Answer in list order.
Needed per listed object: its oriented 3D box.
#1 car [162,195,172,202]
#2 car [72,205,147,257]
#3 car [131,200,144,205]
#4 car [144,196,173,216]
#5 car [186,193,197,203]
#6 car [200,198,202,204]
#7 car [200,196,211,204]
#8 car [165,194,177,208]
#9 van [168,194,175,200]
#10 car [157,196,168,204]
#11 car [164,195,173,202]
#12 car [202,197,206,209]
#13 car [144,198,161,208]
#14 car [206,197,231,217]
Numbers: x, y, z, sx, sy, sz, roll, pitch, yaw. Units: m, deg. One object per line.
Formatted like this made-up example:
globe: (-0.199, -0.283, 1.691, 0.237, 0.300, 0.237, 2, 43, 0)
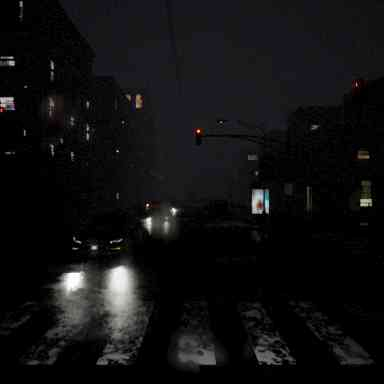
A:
car: (-5.837, 1.497, 77.377, 1.967, 1.590, 4.097, 0, 0, 0)
car: (-3.120, 1.508, 13.025, 1.837, 1.490, 4.892, 0, 1, 0)
car: (-5.763, 1.561, 37.501, 2.008, 1.369, 4.403, 0, 0, 0)
car: (-3.159, 1.484, 32.631, 1.882, 1.535, 5.008, 0, 0, 0)
car: (-0.037, 1.269, 70.640, 2.150, 2.045, 5.566, 0, 0, 0)
car: (2.597, 1.571, 48.923, 2.008, 1.369, 4.403, 0, 0, 0)
car: (2.566, 1.591, 66.012, 2.008, 1.369, 4.403, -1, 0, 0)
car: (-3.181, 1.513, 49.879, 2.128, 1.511, 4.902, 0, 0, 0)
van: (-5.868, 1.430, 94.468, 1.690, 1.788, 3.998, -1, 0, 0)
car: (-5.814, 1.565, 65.815, 1.752, 1.417, 4.829, 0, 0, 0)
car: (-5.846, 1.592, 82.904, 1.752, 1.417, 4.829, -1, 0, 0)
car: (2.607, 1.597, 43.225, 1.802, 1.307, 4.206, 0, 0, 0)
car: (-5.784, 1.571, 48.895, 2.008, 1.369, 4.403, 0, 0, 0)
car: (2.627, 1.446, 31.832, 1.967, 1.590, 4.097, 0, 0, 0)
